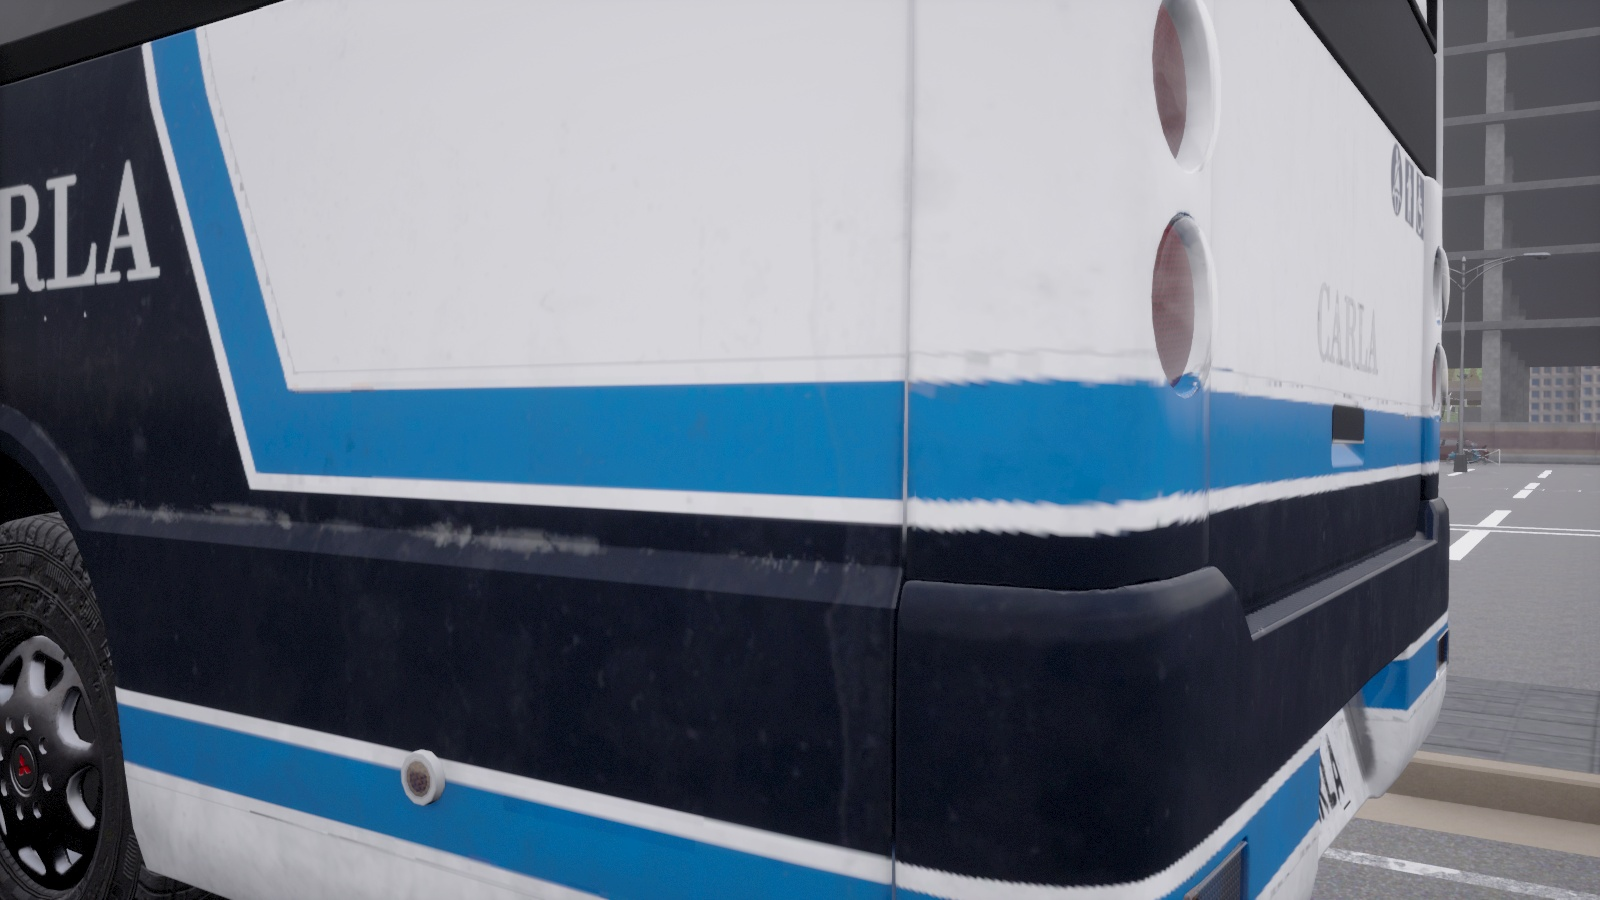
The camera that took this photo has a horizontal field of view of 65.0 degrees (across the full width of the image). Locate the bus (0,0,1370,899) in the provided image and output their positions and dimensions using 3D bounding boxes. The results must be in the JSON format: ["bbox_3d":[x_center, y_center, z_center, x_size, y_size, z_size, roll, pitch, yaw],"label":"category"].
[{"bbox_3d":[-3.296,-0.694,5.768,10.273,4.253,3.944,0,1,33],"label":"bus"}]

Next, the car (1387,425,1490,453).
[{"bbox_3d":[35.835,-0.633,70.471,5.008,1.535,1.882,0,1,32],"label":"car"}]

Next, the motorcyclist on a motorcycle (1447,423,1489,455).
[{"bbox_3d":[33.785,-0.544,63.509,1.817,1.590,0.866,0,1,32],"label":"motorcyclist on a motorcycle"}]
